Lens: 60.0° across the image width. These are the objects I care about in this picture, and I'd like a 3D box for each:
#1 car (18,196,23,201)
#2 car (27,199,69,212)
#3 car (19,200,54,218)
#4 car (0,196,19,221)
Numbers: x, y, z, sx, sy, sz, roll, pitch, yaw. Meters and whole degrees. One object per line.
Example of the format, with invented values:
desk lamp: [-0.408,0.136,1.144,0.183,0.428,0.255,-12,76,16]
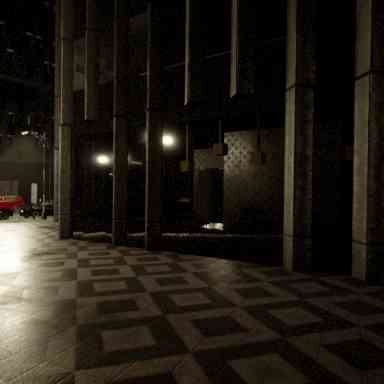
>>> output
car: [-20.848,1.354,36.167,2.192,1.841,5.009,1,0,35]
car: [-17.596,1.634,40.777,1.947,1.339,4.313,1,0,35]
car: [-13.894,1.743,31.242,1.947,1.339,4.313,1,0,35]
car: [-17.147,1.463,26.632,2.192,1.841,5.009,1,0,35]
